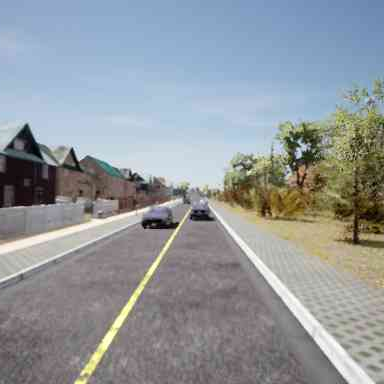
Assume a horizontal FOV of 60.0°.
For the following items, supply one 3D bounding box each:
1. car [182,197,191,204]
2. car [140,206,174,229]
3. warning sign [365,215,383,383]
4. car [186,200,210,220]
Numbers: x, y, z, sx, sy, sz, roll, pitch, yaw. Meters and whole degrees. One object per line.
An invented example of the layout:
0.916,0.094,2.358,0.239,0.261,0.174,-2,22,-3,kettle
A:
-1.132,1.962,73.576,1.837,1.490,4.892,1,0,1,car
-2.340,1.718,23.647,2.033,1.411,5.357,1,0,1,car
2.545,1.166,3.093,1.300,1.860,1.060,0,-1,1,warning sign
0.729,1.805,31.441,2.033,1.411,5.357,1,0,2,car
